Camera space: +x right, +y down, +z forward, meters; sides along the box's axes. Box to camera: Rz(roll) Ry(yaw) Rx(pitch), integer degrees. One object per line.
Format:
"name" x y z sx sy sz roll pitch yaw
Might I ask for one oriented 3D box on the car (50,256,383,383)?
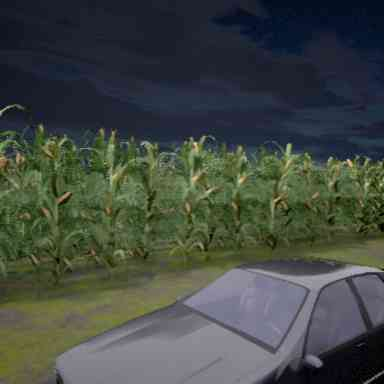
"car" 1.226 1.566 3.957 5.357 1.411 2.033 0 0 -36
